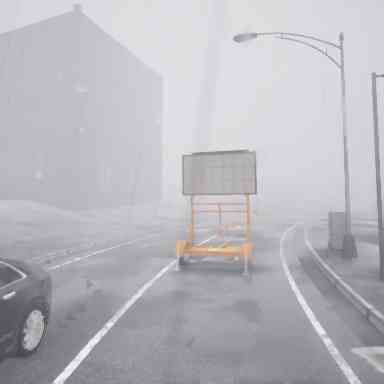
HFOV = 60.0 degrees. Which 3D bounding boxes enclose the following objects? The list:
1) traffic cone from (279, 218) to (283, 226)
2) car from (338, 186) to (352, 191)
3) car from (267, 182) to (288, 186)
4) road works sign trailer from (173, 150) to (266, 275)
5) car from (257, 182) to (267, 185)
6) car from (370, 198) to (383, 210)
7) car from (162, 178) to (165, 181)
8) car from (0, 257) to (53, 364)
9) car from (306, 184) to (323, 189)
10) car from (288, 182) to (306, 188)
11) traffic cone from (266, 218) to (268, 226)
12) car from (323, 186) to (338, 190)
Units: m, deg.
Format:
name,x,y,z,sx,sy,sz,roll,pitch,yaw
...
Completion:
name,x,y,z,sx,sy,sz,roll,pitch,yaw
traffic cone,6.097,2.049,22.751,0.340,0.580,0.340,-2,-1,17
car,37.418,-0.646,84.474,4.892,1.521,2.231,3,-5,-31
car,18.027,-1.521,73.727,5.008,1.535,2.097,2,-5,-26
road works sign trailer,0.918,0.493,10.697,2.380,3.560,2.880,-1,0,18
car,13.040,-1.677,71.300,4.674,1.452,2.002,2,-5,-25
car,31.636,1.917,54.395,5.566,2.045,2.150,0,-4,-26
car,-7.079,-2.465,62.410,4.553,1.767,2.185,2,-5,-24
car,-3.216,1.524,3.319,1.837,1.490,4.892,-1,0,5
car,27.970,-1.065,78.974,4.792,1.488,2.163,2,-5,-28
car,22.940,-1.442,76.256,4.553,1.767,2.185,2,-5,-27
traffic cone,5.142,2.081,23.036,0.340,0.580,0.340,-2,-1,17
car,32.766,-0.834,81.696,4.674,1.452,2.002,3,-5,-30
